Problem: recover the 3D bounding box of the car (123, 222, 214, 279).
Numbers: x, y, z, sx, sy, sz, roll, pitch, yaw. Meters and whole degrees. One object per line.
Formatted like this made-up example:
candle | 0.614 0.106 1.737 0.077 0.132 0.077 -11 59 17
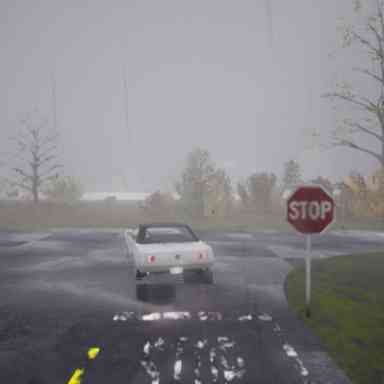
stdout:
car | -0.974 1.561 10.020 1.895 1.301 4.718 0 0 -16
